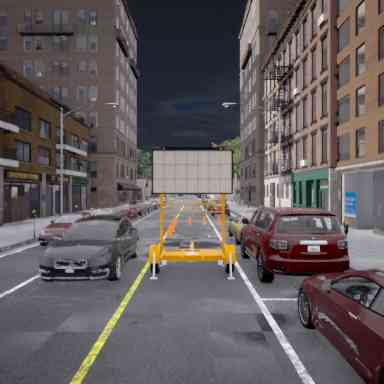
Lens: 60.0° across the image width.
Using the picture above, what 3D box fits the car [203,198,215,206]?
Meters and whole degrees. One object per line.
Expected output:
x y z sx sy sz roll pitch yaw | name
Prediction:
2.698 1.596 53.754 1.802 1.307 4.206 0 0 0 | car

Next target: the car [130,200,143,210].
-5.358 1.545 26.168 1.887 1.381 4.507 0 0 0 | car

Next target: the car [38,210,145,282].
-2.738 1.504 9.875 1.837 1.490 4.892 0 0 0 | car

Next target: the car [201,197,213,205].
2.705 1.584 59.273 1.947 1.339 4.313 0 0 0 | car

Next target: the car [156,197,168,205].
-5.320 1.600 59.281 1.802 1.307 4.206 0 0 0 | car

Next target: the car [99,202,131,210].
-5.364 1.551 20.649 2.008 1.369 4.403 0 0 0 | car

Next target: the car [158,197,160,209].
-5.339 1.446 42.724 1.967 1.590 4.097 0 0 0 | car

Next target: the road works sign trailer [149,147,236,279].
0.011 0.464 9.979 2.380 3.560 2.880 0 0 0 | road works sign trailer

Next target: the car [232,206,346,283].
2.649 1.315 9.609 2.192 1.841 5.009 0 0 0 | car

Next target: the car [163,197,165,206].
-5.333 1.535 48.073 1.752 1.417 4.829 0 0 0 | car

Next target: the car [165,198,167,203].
-5.327 1.454 53.762 1.967 1.590 4.097 0 0 0 | car

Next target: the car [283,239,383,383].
2.642 1.582 4.090 1.802 1.307 4.206 0 0 0 | car

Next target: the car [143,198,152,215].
-5.351 1.567 31.687 1.947 1.339 4.313 0 0 0 | car

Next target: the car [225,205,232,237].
2.651 1.525 15.295 1.752 1.417 4.829 0 0 0 | car

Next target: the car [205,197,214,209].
2.680 1.584 37.199 1.802 1.307 4.206 0 0 0 | car

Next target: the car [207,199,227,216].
2.674 1.583 31.682 1.802 1.307 4.206 0 0 0 | car

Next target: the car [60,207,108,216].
-5.370 1.582 15.130 1.802 1.307 4.206 0 0 0 | car

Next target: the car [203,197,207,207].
2.686 1.531 42.888 1.752 1.417 4.829 0 0 0 | car

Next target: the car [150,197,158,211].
-5.345 1.553 37.205 2.008 1.369 4.403 0 0 0 | car
